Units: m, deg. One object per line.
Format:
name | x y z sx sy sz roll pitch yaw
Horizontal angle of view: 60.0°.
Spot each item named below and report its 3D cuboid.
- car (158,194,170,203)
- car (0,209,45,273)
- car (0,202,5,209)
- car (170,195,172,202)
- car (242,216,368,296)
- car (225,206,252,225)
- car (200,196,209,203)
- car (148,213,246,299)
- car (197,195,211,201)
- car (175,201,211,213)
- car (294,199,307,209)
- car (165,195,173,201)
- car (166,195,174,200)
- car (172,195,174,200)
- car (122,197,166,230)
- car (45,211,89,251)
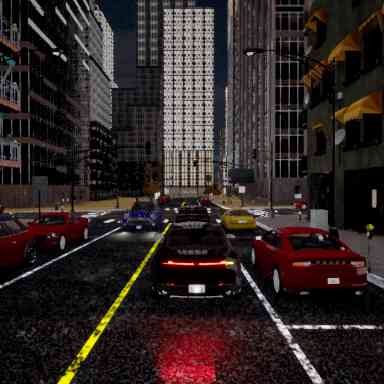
car | -5.821 1.540 63.062 1.887 1.381 4.507 -1 0 0
car | -5.716 1.438 8.502 1.967 1.590 4.097 -1 0 0
car | -23.922 1.744 38.300 4.097 1.590 1.967 -1 1 -1
car | -5.834 1.310 68.622 2.192 1.841 5.009 -1 0 0
car | 2.666 1.543 8.504 1.887 1.381 4.507 -1 0 0
car | 2.644 1.522 19.721 1.752 1.417 4.829 -1 0 0
car | 2.548 1.520 68.807 1.752 1.417 4.829 -1 0 0
car | 0.082 1.503 8.434 1.837 1.490 4.892 0 0 0
car | 2.558 1.435 63.077 1.967 1.590 4.097 -1 0 0
car | 0.060 1.475 18.706 1.882 1.535 5.008 0 0 0
car | 14.176 1.254 38.698 4.507 1.381 1.887 -1 1 -1
car | -5.865 1.521 85.130 1.752 1.417 4.829 -1 0 0
car | -5.875 1.541 90.859 1.887 1.381 4.507 -1 0 0
car | -5.845 1.310 74.181 2.192 1.841 5.009 -1 0 0
car | -3.041 1.414 21.305 2.097 1.767 4.553 0 0 0
car | -5.726 1.542 14.026 1.887 1.381 4.507 -1 0 0
